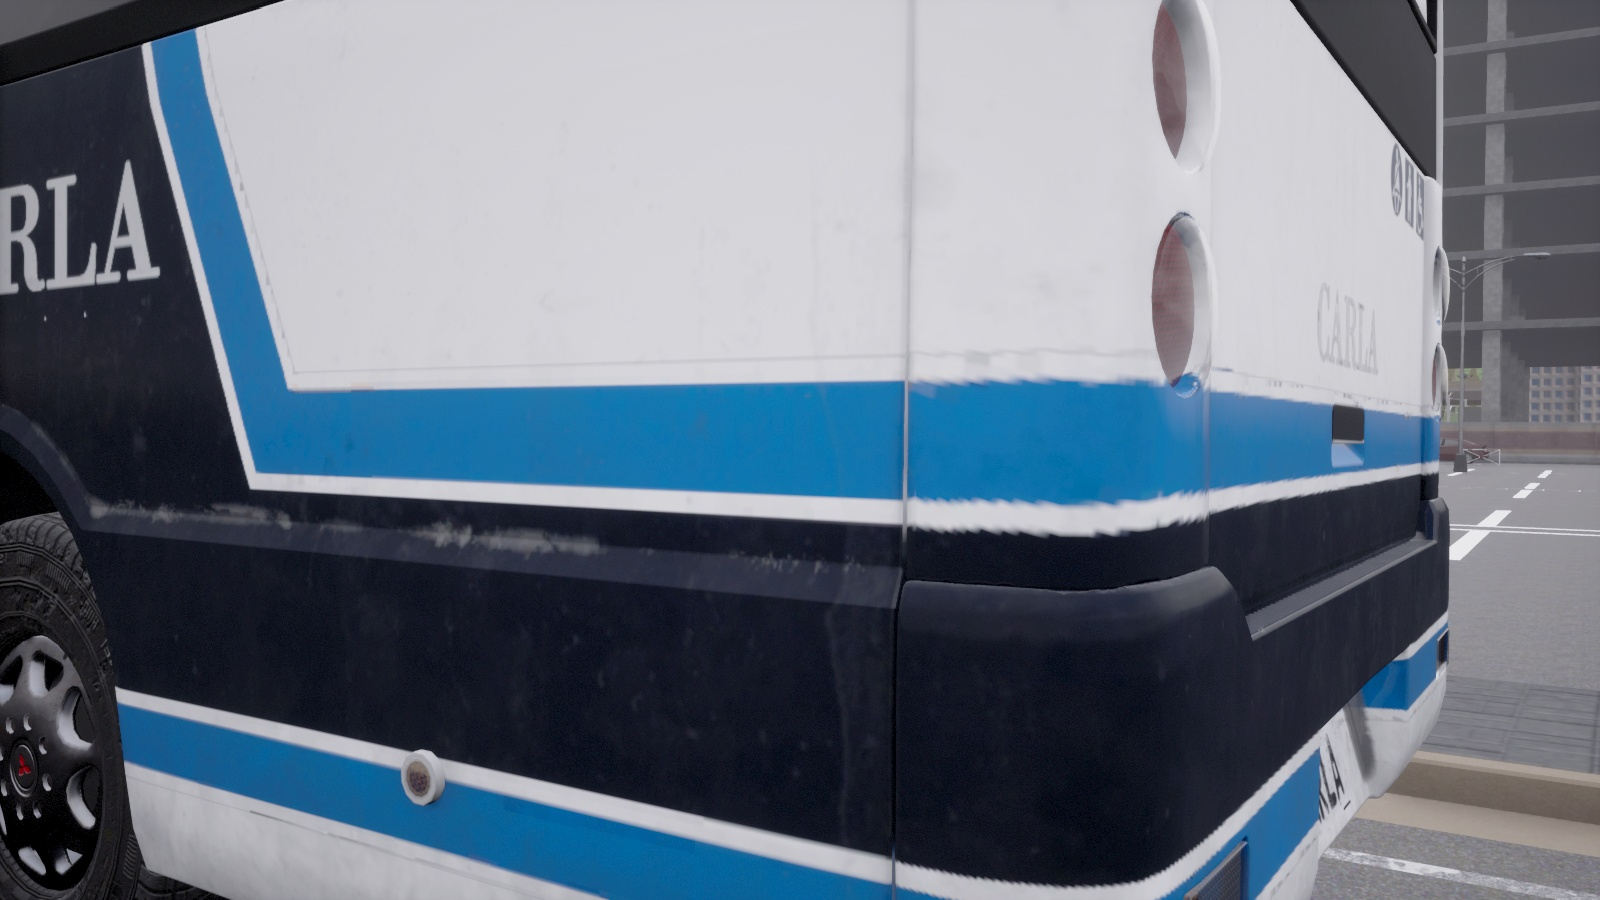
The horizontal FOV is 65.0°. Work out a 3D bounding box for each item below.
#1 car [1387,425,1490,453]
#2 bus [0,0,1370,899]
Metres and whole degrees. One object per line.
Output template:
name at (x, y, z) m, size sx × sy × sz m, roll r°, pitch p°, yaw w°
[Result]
car at (35.835, -0.633, 70.471) m, size 5.008 × 1.535 × 1.882 m, roll 0°, pitch 1°, yaw 32°
bus at (-3.296, -0.694, 5.768) m, size 10.273 × 4.253 × 3.944 m, roll 0°, pitch 1°, yaw 33°
